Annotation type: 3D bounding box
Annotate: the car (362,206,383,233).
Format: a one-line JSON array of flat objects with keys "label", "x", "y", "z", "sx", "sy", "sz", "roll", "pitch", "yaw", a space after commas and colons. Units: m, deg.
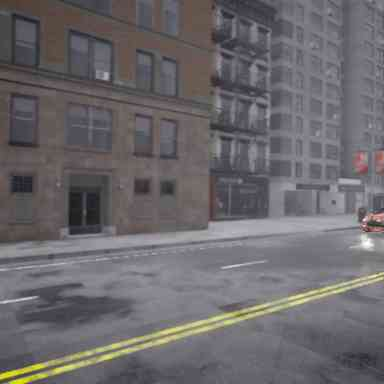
[{"label": "car", "x": 12.566, "y": 1.635, "z": 20.623, "sx": 4.553, "sy": 1.767, "sz": 2.097, "roll": 1, "pitch": -1, "yaw": -35}]
